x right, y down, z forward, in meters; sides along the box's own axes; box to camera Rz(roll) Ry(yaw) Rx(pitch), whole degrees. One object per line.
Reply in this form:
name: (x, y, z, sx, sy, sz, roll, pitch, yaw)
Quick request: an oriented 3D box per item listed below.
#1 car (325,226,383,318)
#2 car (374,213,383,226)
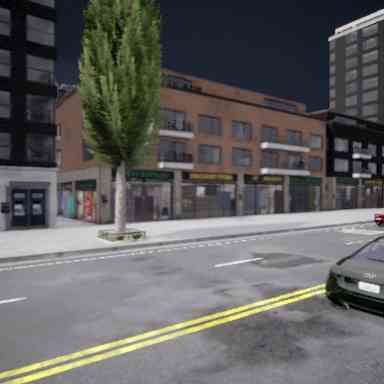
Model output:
car: (4.588, 1.557, 6.713, 4.181, 1.385, 1.994, 0, 0, -36)
car: (13.722, 1.579, 21.454, 4.718, 1.301, 1.895, 0, 0, -35)
